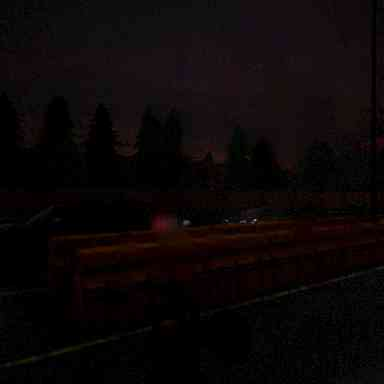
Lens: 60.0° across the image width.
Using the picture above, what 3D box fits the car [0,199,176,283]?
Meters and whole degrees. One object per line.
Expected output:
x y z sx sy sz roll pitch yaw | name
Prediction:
-3.495 1.241 10.077 5.566 2.045 2.150 0 0 -36 | car

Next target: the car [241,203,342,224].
4.875 1.438 16.045 4.553 1.767 2.097 0 0 -35 | car

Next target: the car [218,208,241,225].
4.064 1.621 19.761 4.674 1.442 1.812 1 0 -35 | car

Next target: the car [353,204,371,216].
13.267 1.700 22.034 5.357 1.411 2.033 0 0 -35 | car

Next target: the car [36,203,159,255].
-3.916 1.384 14.073 4.553 1.767 2.097 0 0 -35 | car

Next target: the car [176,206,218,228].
0.552 1.631 21.558 5.357 1.411 2.033 0 0 -35 | car

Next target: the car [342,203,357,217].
12.385 1.667 25.681 4.892 1.490 1.837 0 0 -35 | car

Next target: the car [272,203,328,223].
9.017 1.658 27.595 4.892 1.490 1.837 1 0 -35 | car

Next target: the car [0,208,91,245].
-7.772 1.565 15.664 5.357 1.411 2.033 0 0 -39 | car
